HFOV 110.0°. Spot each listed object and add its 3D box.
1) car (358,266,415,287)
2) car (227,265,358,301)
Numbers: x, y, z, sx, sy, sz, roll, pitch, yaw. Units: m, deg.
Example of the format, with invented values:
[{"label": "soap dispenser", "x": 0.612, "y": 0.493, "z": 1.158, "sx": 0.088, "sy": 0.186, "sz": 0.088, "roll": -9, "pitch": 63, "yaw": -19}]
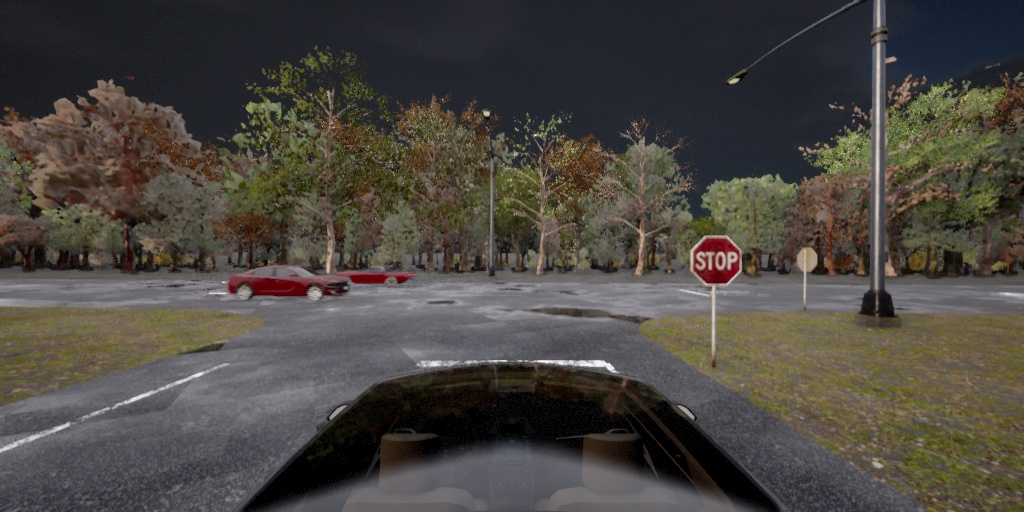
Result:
[{"label": "car", "x": -8.889, "y": 1.282, "z": 23.351, "sx": 4.718, "sy": 1.301, "sz": 1.895, "roll": 0, "pitch": 0, "yaw": 1}, {"label": "car", "x": -10.078, "y": 1.164, "z": 16.364, "sx": 5.008, "sy": 1.535, "sz": 1.882, "roll": 1, "pitch": 0, "yaw": 1}]
